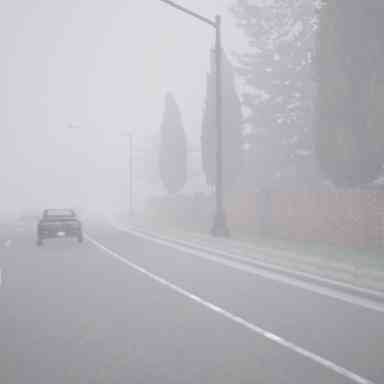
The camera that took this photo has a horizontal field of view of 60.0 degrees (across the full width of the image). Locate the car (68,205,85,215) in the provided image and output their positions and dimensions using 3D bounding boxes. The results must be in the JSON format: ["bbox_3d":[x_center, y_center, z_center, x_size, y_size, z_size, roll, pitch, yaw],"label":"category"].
[{"bbox_3d":[-17.795,2.791,51.276,2.033,1.411,5.357,0,-2,-14],"label":"car"}]

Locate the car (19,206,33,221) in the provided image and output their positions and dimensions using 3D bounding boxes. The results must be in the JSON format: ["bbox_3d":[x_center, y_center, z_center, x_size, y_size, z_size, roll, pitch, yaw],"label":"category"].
[{"bbox_3d":[-17.169,2.279,35.634,1.812,1.442,4.674,0,-2,-15],"label":"car"}]

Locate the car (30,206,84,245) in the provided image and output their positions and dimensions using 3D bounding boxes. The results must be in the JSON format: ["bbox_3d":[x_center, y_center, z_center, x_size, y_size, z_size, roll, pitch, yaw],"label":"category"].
[{"bbox_3d":[-6.400,1.546,15.925,2.128,1.511,4.902,0,-1,-24],"label":"car"}]
